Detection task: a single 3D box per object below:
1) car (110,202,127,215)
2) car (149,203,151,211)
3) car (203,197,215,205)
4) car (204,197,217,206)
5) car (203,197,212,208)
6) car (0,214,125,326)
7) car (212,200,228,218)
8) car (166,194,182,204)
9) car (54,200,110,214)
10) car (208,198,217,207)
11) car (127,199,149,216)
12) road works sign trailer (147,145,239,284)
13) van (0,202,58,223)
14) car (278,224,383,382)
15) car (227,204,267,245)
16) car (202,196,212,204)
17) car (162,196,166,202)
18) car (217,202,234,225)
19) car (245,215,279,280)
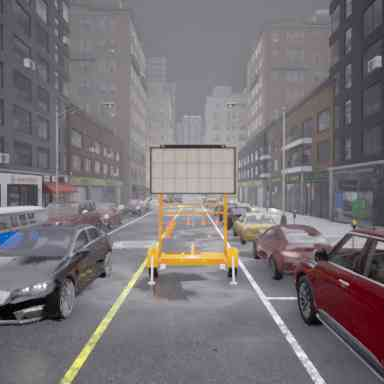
[{"bbox_3d":[-5.635,1.434,20.855,1.967,1.590,4.097,-1,0,0],"label":"car"},{"bbox_3d":[-5.598,1.568,37.613,1.802,1.307,4.206,-1,0,0],"label":"car"},{"bbox_3d":[2.992,1.532,59.939,1.947,1.339,4.313,-1,0,0],"label":"car"},{"bbox_3d":[2.979,1.497,54.522,1.752,1.417,4.829,-1,0,0],"label":"car"},{"bbox_3d":[2.966,1.528,48.767,2.008,1.369,4.403,-1,0,0],"label":"car"},{"bbox_3d":[-3.084,1.490,7.350,2.128,1.511,4.902,0,0,0],"label":"car"},{"bbox_3d":[2.914,1.557,26.423,1.947,1.339,4.313,-1,0,0],"label":"car"},{"bbox_3d":[-2.909,1.189,60.061,2.150,2.045,5.566,0,0,1],"label":"car"},{"bbox_3d":[-5.648,1.311,15.270,2.192,1.841,5.009,-1,0,0],"label":"car"},{"bbox_3d":[2.927,1.540,32.009,2.008,1.369,4.403,-1,0,0],"label":"car"},{"bbox_3d":[-5.611,1.429,32.027,1.967,1.590,4.097,-1,0,0],"label":"car"},{"bbox_3d":[0.026,0.462,9.504,2.380,3.560,2.880,0,0,0],"label":"road works sign trailer"},{"bbox_3d":[-5.659,1.339,9.684,1.690,1.788,3.998,-1,0,0],"label":"van"},{"bbox_3d":[2.860,1.314,4.080,2.192,1.841,5.009,-1,0,0],"label":"car"},{"bbox_3d":[2.888,1.521,15.422,1.752,1.417,4.829,-1,0,0],"label":"car"},{"bbox_3d":[3.005,1.542,65.524,1.802,1.307,4.206,-1,0,0],"label":"car"},{"bbox_3d":[-5.540,1.505,65.541,1.887,1.381,4.507,-1,0,0],"label":"car"},{"bbox_3d":[2.901,1.560,20.838,1.947,1.339,4.313,-1,0,0],"label":"car"},{"bbox_3d":[2.876,1.580,9.666,1.802,1.307,4.206,-1,0,0],"label":"car"}]
